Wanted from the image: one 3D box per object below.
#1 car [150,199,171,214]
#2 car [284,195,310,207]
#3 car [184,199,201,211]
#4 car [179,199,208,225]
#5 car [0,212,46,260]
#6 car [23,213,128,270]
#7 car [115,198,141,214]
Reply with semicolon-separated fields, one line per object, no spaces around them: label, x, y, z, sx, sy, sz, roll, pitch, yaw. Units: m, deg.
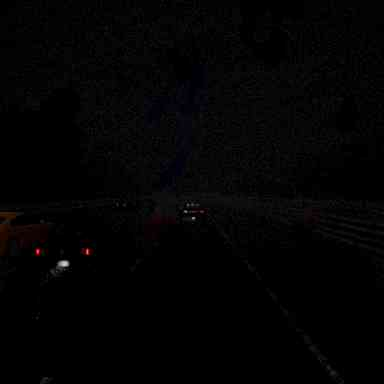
car;-3.397;1.564;35.849;1.837;1.490;4.892;0;0;0
car;17.669;1.467;56.272;2.150;2.045;5.566;0;0;-17
car;0.103;1.625;42.887;2.033;1.411;5.357;0;0;0
car;0.101;1.525;24.362;2.128;1.511;4.902;0;0;0
car;-6.895;1.483;12.537;1.882;1.535;5.008;0;0;0
car;-3.405;1.611;11.050;1.895;1.301;4.718;0;0;0
car;-6.895;1.405;36.292;2.097;1.767;4.553;0;-1;0
